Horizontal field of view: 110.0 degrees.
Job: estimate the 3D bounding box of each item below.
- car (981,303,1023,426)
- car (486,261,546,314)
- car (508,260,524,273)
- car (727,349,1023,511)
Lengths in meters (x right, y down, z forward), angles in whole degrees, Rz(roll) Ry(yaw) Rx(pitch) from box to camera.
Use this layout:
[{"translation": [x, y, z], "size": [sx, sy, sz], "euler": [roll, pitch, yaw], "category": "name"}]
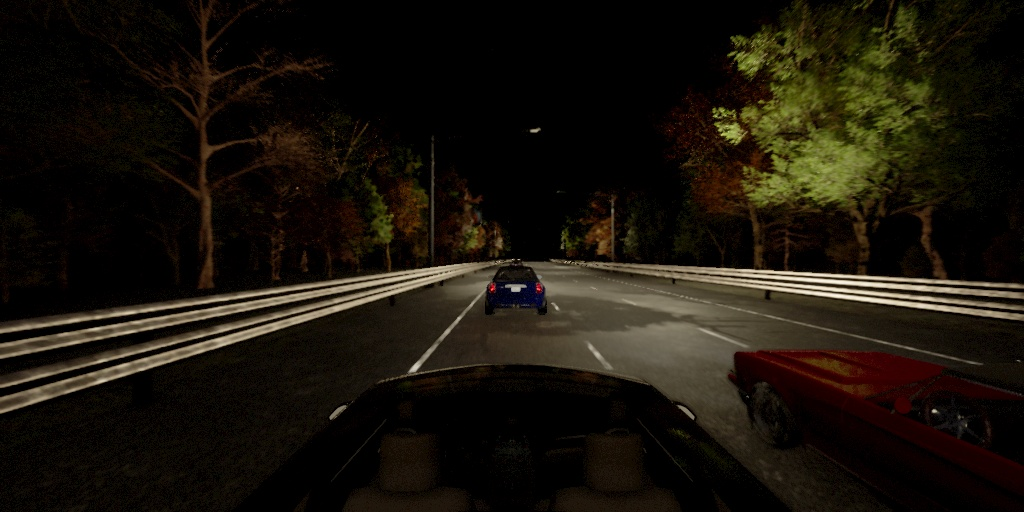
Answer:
[{"translation": [7.097, 1.304, 1.969], "size": [2.033, 1.411, 5.357], "euler": [0, 0, 0], "category": "car"}, {"translation": [0.137, 1.166, 14.261], "size": [2.097, 1.767, 4.553], "euler": [0, 0, 0], "category": "car"}, {"translation": [0.605, 1.420, 48.791], "size": [2.033, 1.649, 4.856], "euler": [0, 0, 1], "category": "car"}, {"translation": [3.599, 1.356, 2.294], "size": [1.895, 1.301, 4.718], "euler": [0, 0, 0], "category": "car"}]
